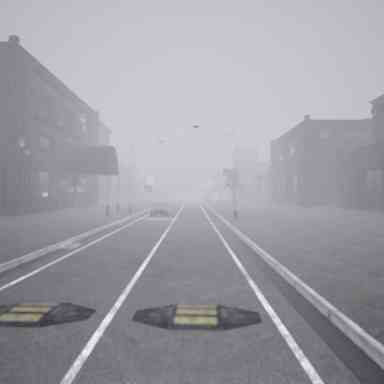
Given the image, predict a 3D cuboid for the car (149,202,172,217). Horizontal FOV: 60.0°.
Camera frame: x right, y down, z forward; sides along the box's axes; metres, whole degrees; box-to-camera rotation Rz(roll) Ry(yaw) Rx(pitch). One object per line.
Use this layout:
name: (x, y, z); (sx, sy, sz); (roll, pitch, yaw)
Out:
car: (-3.008, 1.647, 32.801); (2.033, 1.411, 5.357); (0, 0, 0)
